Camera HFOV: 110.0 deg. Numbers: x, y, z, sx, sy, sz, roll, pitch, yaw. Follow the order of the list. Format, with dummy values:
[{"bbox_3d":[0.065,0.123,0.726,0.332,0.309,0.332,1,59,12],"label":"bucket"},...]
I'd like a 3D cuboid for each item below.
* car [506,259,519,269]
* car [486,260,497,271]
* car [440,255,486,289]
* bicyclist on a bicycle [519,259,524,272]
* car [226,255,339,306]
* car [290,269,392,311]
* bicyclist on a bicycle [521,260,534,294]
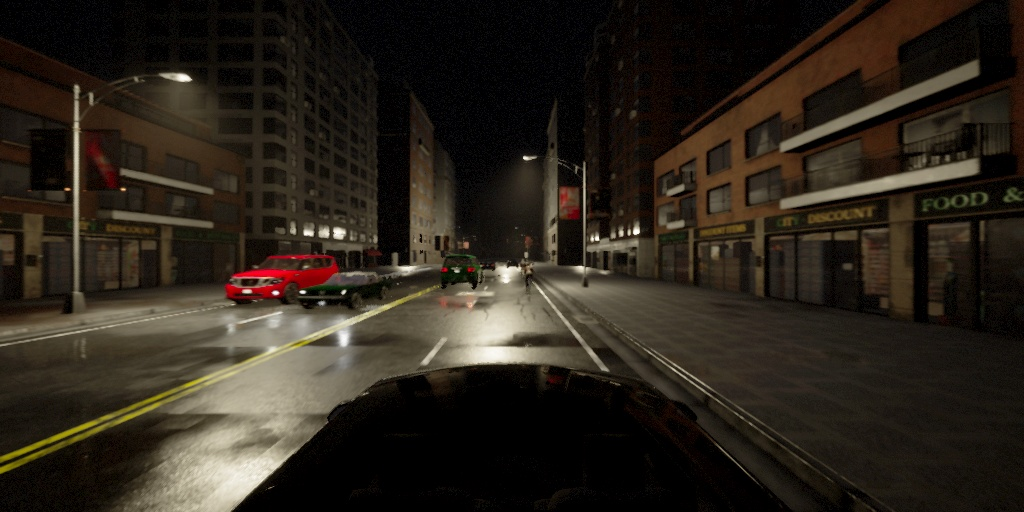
[{"bbox_3d":[0.120,1.222,57.321,1.837,1.490,4.892,0,1,0],"label":"car"},{"bbox_3d":[-3.123,1.267,48.564,2.033,1.411,5.357,0,0,0],"label":"car"},{"bbox_3d":[-3.140,0.957,23.164,2.150,2.045,5.566,0,0,0],"label":"car"},{"bbox_3d":[0.910,1.101,29.609,0.659,1.776,1.843,0,0,0],"label":"bicyclist on a bicycle"},{"bbox_3d":[-9.842,0.961,16.093,2.150,2.045,5.566,0,0,0],"label":"car"},{"bbox_3d":[-6.592,1.341,14.670,1.895,1.301,4.718,0,0,0],"label":"car"},{"bbox_3d":[0.903,1.191,19.031,0.582,1.620,1.656,0,0,0],"label":"bicyclist on a bicycle"}]
